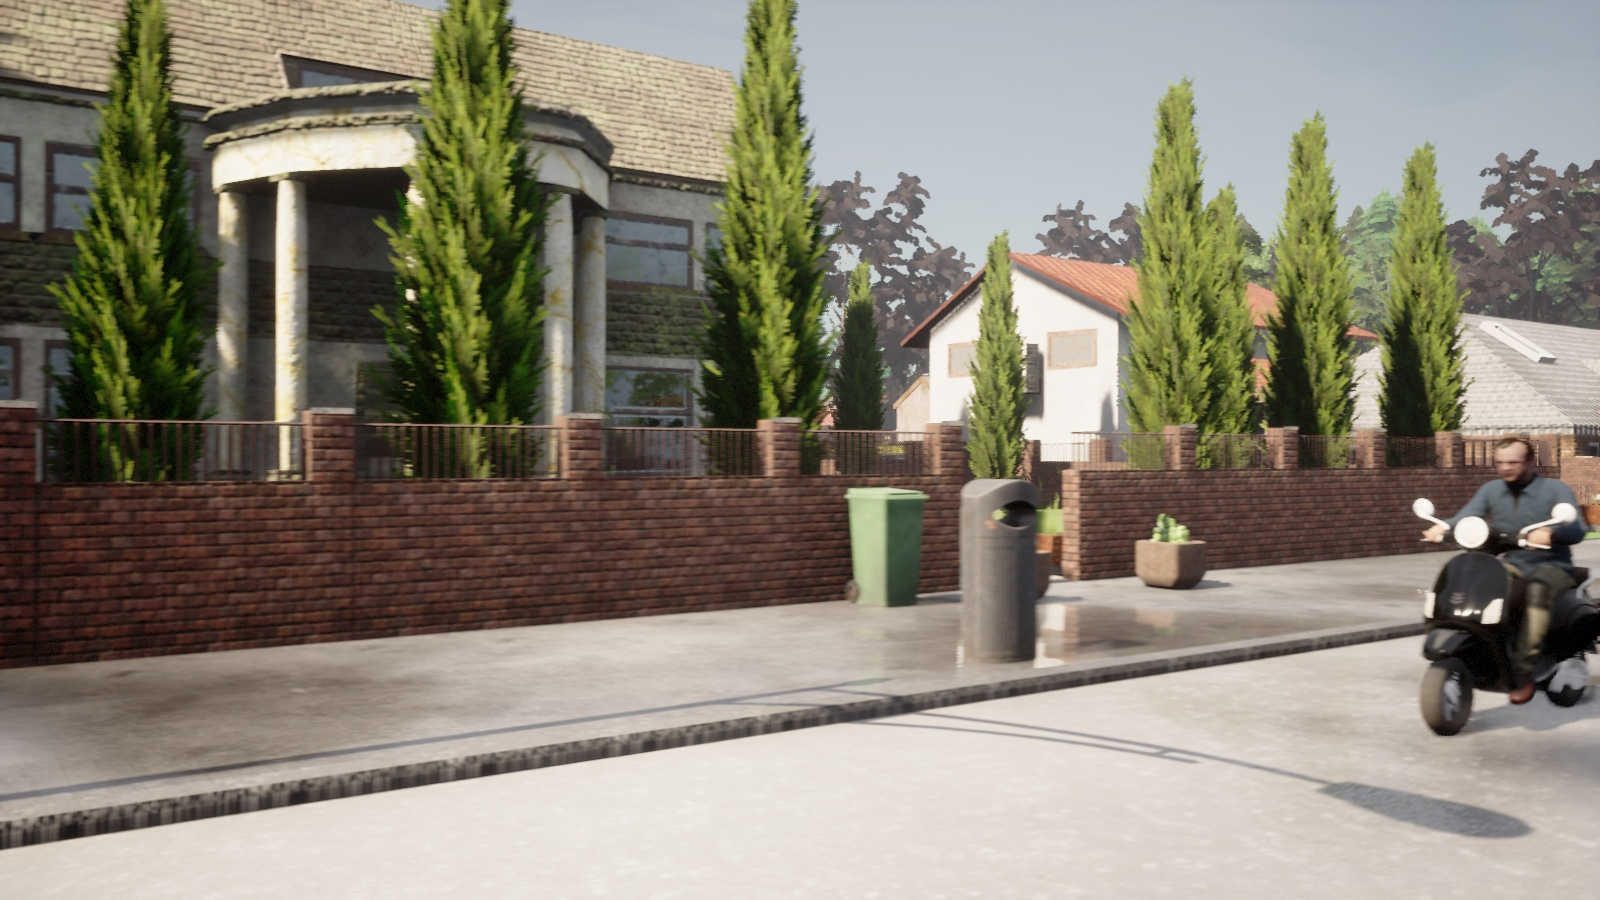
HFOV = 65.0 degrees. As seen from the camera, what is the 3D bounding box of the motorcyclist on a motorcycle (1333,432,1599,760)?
[{"bbox_3d":[3.882,0.707,6.963,1.817,1.590,0.866,0,0,-35],"label":"motorcyclist on a motorcycle"}]
